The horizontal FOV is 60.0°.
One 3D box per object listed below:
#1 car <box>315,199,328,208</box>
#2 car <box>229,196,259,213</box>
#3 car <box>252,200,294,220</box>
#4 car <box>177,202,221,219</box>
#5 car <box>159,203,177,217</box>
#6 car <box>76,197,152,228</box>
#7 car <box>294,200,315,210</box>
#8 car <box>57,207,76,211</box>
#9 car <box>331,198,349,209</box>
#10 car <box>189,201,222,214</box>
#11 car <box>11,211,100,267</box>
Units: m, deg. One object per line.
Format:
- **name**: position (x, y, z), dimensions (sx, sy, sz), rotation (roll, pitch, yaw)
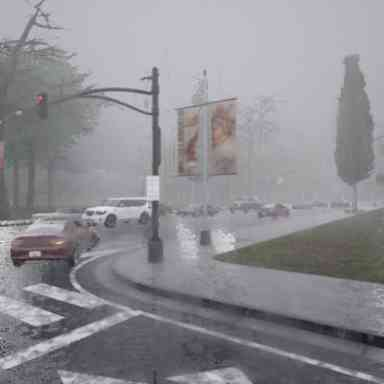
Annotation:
- **car**: position (21.929, 1.967, 57.168), dimensions (2.128, 1.511, 4.902), rotation (0, -1, 35)
- **car**: position (6.671, 1.526, 41.446), dimensions (2.150, 2.045, 5.566), rotation (0, -1, 36)
- **car**: position (7.716, 1.758, 31.315), dimensions (1.812, 1.442, 4.674), rotation (0, 0, 35)
- **car**: position (0.661, 1.789, 32.908), dimensions (2.033, 1.411, 5.357), rotation (0, 0, 35)
- **car**: position (-3.999, 1.713, 31.931), dimensions (1.882, 1.535, 5.008), rotation (0, 0, 35)
- **car**: position (-5.324, 1.410, 24.407), dimensions (2.150, 2.045, 5.566), rotation (0, 0, 34)
- **car**: position (16.208, 1.946, 49.034), dimensions (1.994, 1.385, 4.181), rotation (0, -1, 35)
- **car**: position (-9.251, 1.790, 24.460), dimensions (1.895, 1.301, 4.718), rotation (0, 0, 35)
- **car**: position (24.628, 1.816, 55.360), dimensions (2.097, 1.767, 4.553), rotation (0, -1, 35)
- **car**: position (1.703, 1.856, 40.036), dimensions (1.994, 1.385, 4.181), rotation (0, 0, 35)
- **car**: position (-4.679, 1.613, 11.719), dimensions (1.812, 1.442, 4.674), rotation (-1, 0, -6)
